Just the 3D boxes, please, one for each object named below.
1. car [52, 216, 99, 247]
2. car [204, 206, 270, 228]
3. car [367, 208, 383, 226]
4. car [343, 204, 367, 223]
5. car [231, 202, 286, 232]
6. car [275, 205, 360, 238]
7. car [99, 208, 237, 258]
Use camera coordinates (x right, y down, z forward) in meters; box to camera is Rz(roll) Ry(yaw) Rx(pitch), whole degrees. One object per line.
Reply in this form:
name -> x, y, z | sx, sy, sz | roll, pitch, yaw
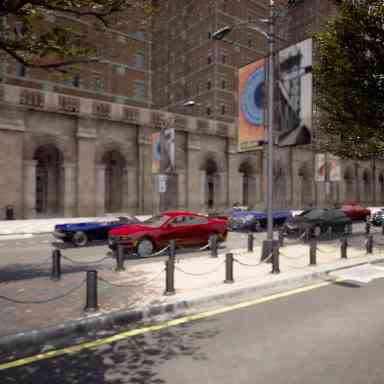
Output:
car -> -3.851, 1.657, 15.337 | 4.718, 1.301, 1.895 | 1, 0, -35
car -> 3.352, 1.760, 24.377 | 4.718, 1.301, 1.895 | 1, 0, -36
car -> 15.331, 1.615, 24.632 | 4.553, 1.767, 2.097 | 1, 0, -35
car -> 12.643, 1.733, 27.013 | 5.008, 1.535, 1.882 | 1, 0, -35
car -> 4.422, 1.507, 21.149 | 4.553, 1.767, 2.097 | 1, 0, -35
car -> 7.198, 1.669, 18.830 | 4.892, 1.490, 1.837 | 1, 0, -35
car -> -0.818, 1.546, 13.197 | 5.008, 1.535, 1.882 | 1, 0, -35
